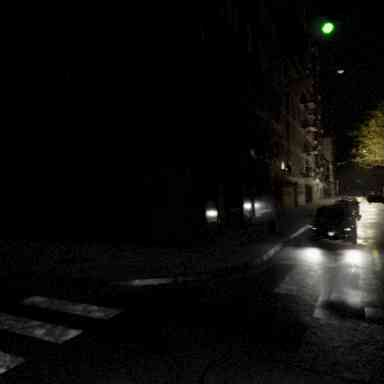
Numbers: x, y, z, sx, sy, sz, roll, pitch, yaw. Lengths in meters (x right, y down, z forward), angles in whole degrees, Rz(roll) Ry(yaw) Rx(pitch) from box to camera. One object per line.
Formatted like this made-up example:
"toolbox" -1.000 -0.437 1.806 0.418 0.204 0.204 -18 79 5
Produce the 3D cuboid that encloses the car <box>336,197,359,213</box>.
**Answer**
"car" 15.472 1.225 32.916 1.895 1.301 4.718 -2 0 27

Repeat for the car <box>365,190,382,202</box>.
"car" 28.743 0.639 52.703 2.097 1.767 4.553 -2 0 27

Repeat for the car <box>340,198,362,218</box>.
"car" 10.969 1.298 24.020 1.994 1.385 4.181 -2 0 26

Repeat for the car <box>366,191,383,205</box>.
"car" 24.253 0.870 43.797 1.882 1.535 5.008 -2 0 27

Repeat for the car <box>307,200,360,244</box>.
"car" 6.478 1.351 15.114 1.837 1.490 4.892 -2 0 26
